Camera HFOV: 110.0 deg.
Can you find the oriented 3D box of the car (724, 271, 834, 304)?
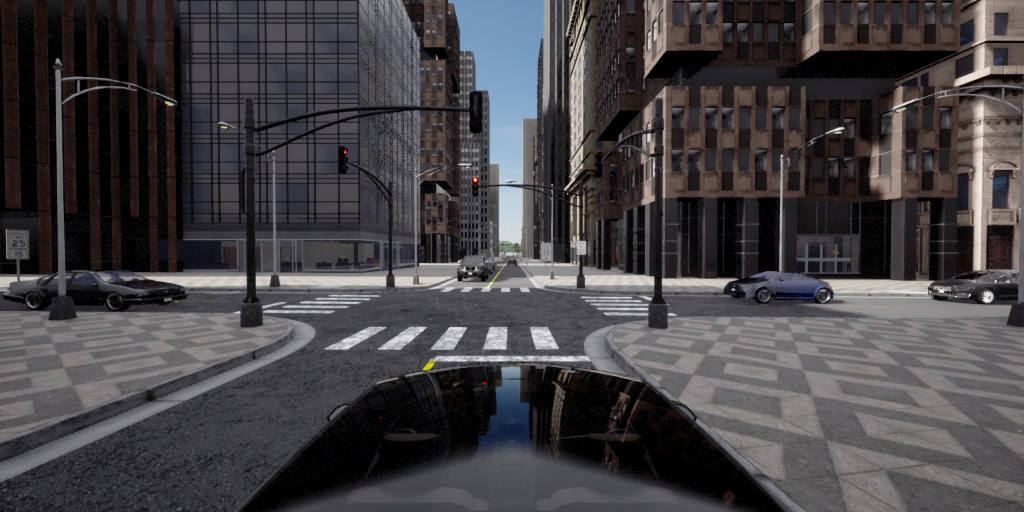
[{"bbox_3d":[12.225,1.388,16.585,4.181,1.385,1.994,0,1,0],"label":"car"}]

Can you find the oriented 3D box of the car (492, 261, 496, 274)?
[{"bbox_3d":[-3.116,1.287,39.575,1.994,1.385,4.181,0,0,0],"label":"car"}]

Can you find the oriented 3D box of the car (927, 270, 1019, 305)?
[{"bbox_3d":[22.306,1.404,16.609,4.892,1.490,1.837,0,1,0],"label":"car"}]

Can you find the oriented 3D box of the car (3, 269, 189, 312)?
[{"bbox_3d":[-15.358,1.202,13.354,5.357,1.411,2.033,0,1,2],"label":"car"}]

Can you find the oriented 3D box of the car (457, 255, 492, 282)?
[{"bbox_3d":[-3.117,0.955,29.549,2.150,2.045,5.566,0,0,0],"label":"car"}]
